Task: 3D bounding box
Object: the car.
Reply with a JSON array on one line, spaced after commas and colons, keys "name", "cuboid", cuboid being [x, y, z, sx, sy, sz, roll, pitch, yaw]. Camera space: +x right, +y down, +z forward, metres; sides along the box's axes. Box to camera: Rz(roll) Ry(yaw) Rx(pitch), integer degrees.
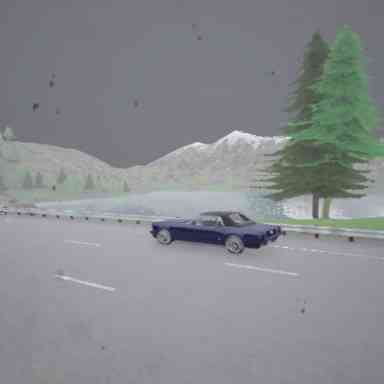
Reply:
[{"name": "car", "cuboid": [0.721, 1.374, 12.293, 4.718, 1.301, 1.895, 1, 1, 33]}]
